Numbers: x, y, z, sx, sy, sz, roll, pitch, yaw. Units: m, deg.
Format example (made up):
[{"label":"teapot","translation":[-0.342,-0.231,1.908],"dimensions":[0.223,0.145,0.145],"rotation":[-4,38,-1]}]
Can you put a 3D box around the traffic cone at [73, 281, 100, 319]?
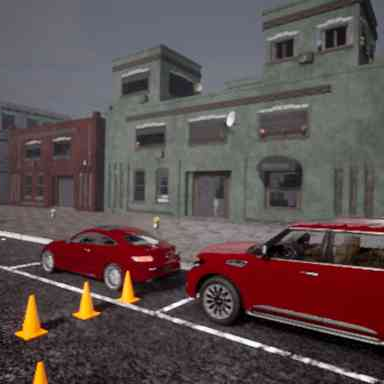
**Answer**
[{"label":"traffic cone","translation":[-1.898,1.905,5.972],"dimensions":[0.340,0.580,0.340],"rotation":[1,0,36]}]

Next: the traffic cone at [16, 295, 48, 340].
[{"label":"traffic cone","translation":[-2.485,1.901,5.162],"dimensions":[0.340,0.580,0.340],"rotation":[1,0,36]}]

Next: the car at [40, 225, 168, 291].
[{"label":"car","translation":[-2.212,1.515,8.626],"dimensions":[4.206,1.307,1.802],"rotation":[1,1,36]}]

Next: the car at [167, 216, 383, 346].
[{"label":"car","translation":[2.282,1.323,5.367],"dimensions":[5.009,1.841,2.192],"rotation":[1,1,36]}]

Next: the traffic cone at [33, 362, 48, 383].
[{"label":"traffic cone","translation":[-1.452,1.924,3.178],"dimensions":[0.340,0.580,0.340],"rotation":[1,0,36]}]

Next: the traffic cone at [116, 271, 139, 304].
[{"label":"traffic cone","translation":[-1.311,1.909,6.781],"dimensions":[0.340,0.580,0.340],"rotation":[1,0,36]}]
